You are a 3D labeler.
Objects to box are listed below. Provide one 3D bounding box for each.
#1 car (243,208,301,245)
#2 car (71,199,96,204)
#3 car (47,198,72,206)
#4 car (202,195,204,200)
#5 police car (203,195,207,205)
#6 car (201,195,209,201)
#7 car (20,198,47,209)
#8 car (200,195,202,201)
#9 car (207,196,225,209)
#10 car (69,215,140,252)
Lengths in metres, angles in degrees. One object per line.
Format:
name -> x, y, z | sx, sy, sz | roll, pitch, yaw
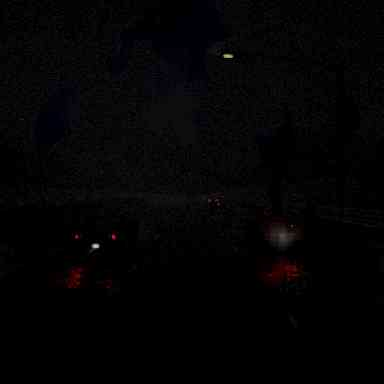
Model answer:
car -> 3.593, 1.525, 15.532 | 1.837, 1.490, 4.892 | 0, 0, 0
car -> -14.102, 1.650, 44.632 | 1.895, 1.301, 4.718 | 0, 0, 0
car -> -17.595, 1.543, 46.025 | 2.128, 1.511, 4.902 | 0, 0, 0
car -> 3.470, 1.580, 67.794 | 1.837, 1.490, 4.892 | 0, 0, 0
police car -> 3.475, 1.567, 56.789 | 2.038, 1.542, 4.974 | 0, 0, 0
car -> 3.460, 1.612, 89.837 | 2.163, 1.488, 4.792 | 0, 0, 0
car -> -21.102, 1.527, 44.697 | 1.882, 1.535, 5.008 | 0, 0, 0
car -> 3.465, 1.689, 78.830 | 1.895, 1.301, 4.718 | 0, 0, 0
car -> 3.480, 1.615, 45.782 | 1.994, 1.385, 4.181 | 0, 0, 0
car -> -3.406, 1.619, 13.993 | 1.895, 1.301, 4.718 | 0, 0, 0
